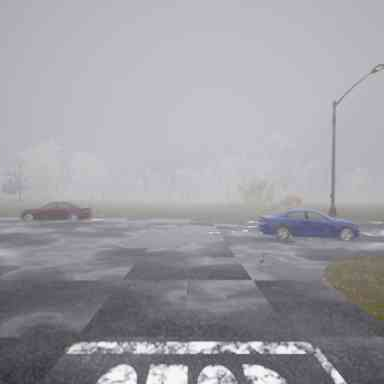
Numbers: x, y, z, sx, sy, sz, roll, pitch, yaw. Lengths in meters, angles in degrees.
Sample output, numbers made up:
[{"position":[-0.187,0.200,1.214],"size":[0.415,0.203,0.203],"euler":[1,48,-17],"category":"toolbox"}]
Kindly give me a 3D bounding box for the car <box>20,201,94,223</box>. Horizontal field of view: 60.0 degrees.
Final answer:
[{"position":[-9.626,1.375,23.861],"size":[5.008,1.535,1.882],"euler":[1,1,0],"category":"car"}]

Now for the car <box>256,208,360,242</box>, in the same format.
[{"position":[5.768,1.590,16.742],"size":[5.008,1.535,1.882],"euler":[1,0,0],"category":"car"}]
